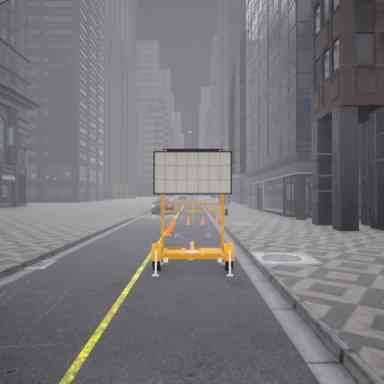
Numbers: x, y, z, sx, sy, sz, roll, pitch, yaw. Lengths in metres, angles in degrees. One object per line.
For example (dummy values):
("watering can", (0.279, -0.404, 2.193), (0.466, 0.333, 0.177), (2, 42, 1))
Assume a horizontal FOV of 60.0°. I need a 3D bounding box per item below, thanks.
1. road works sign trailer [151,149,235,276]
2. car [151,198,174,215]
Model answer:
("road works sign trailer", (0.022, 0.472, 10.307), (2.380, 3.560, 2.880), (0, 0, 0))
("car", (-3.062, 1.412, 35.110), (2.097, 1.767, 4.553), (0, 0, 0))
